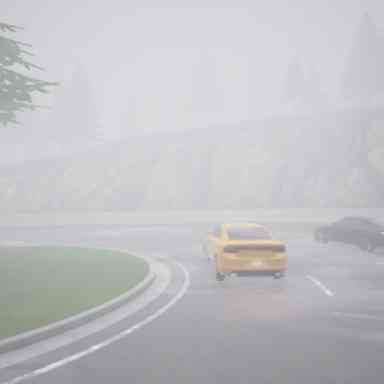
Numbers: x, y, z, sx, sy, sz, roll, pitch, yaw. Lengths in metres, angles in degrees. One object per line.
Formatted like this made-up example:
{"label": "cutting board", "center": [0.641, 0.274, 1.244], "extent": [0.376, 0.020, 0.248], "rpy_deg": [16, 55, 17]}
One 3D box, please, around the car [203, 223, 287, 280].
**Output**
{"label": "car", "center": [1.535, 1.743, 10.942], "extent": [1.882, 1.535, 5.008], "rpy_deg": [0, -2, -3]}

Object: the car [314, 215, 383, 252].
{"label": "car", "center": [7.572, 1.776, 15.078], "extent": [1.812, 1.442, 4.674], "rpy_deg": [0, -2, -17]}
